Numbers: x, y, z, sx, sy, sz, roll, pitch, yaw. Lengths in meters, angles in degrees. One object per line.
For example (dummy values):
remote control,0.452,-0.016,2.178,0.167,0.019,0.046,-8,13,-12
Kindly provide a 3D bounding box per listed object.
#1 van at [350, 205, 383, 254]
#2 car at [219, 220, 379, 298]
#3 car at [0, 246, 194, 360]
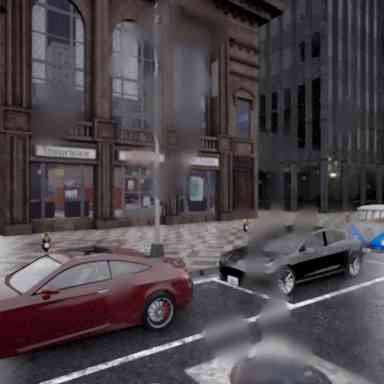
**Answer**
van,7.252,1.332,11.787,3.998,1.788,1.690,0,0,-35
car,2.671,1.561,8.536,4.313,1.339,1.947,0,0,-35
car,-1.912,1.581,5.284,4.206,1.307,1.802,0,0,-35
